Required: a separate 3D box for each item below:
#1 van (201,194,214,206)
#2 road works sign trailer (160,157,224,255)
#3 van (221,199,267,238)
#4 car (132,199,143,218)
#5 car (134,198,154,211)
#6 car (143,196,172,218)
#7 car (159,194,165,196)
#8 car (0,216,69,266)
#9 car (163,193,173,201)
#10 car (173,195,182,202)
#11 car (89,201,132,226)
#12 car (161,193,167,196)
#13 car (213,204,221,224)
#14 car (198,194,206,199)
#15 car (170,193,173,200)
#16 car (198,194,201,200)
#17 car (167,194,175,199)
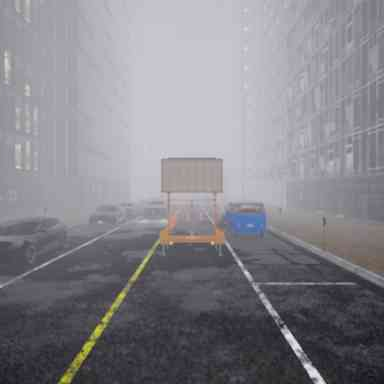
[{"bbox_3d":[2.672,1.200,51.350,1.690,1.788,3.998,0,0,0],"label":"van"},{"bbox_3d":[-0.003,0.431,13.051,2.380,3.560,2.880,0,0,0],"label":"road works sign trailer"},{"bbox_3d":[2.681,1.297,17.169,1.690,1.788,3.998,0,0,0],"label":"van"},{"bbox_3d":[-5.701,1.471,28.561,1.887,1.381,4.507,0,0,0],"label":"car"},{"bbox_3d":[-5.704,1.476,39.956,1.802,1.307,4.206,0,0,0],"label":"car"},{"bbox_3d":[-3.106,1.401,29.447,1.882,1.535,5.008,0,0,0],"label":"car"},{"bbox_3d":[-5.708,1.441,51.350,1.802,1.307,4.206,0,0,0],"label":"car"},{"bbox_3d":[-5.697,1.537,11.471,1.947,1.339,4.313,0,0,0],"label":"car"},{"bbox_3d":[-5.715,1.075,79.833,2.192,1.841,5.009,0,0,0],"label":"car"},{"bbox_3d":[-3.019,1.305,70.709,2.033,1.411,5.357,0,0,0],"label":"car"},{"bbox_3d":[-5.700,1.507,22.864,1.947,1.339,4.313,0,0,0],"label":"car"},{"bbox_3d":[-5.710,1.387,62.743,1.947,1.339,4.313,0,0,0],"label":"car"},{"bbox_3d":[2.681,1.523,22.866,1.802,1.307,4.206,0,0,0],"label":"car"},{"bbox_3d":[2.662,1.267,91.230,2.008,1.369,4.403,0,0,0],"label":"car"},{"bbox_3d":[-5.712,1.116,68.439,2.192,1.841,5.009,0,0,0],"label":"car"},{"bbox_3d":[2.665,1.310,79.836,2.008,1.369,4.403,0,0,0],"label":"car"},{"bbox_3d":[-5.718,1.298,91.229,1.802,1.307,4.206,0,0,0],"label":"car"}]
